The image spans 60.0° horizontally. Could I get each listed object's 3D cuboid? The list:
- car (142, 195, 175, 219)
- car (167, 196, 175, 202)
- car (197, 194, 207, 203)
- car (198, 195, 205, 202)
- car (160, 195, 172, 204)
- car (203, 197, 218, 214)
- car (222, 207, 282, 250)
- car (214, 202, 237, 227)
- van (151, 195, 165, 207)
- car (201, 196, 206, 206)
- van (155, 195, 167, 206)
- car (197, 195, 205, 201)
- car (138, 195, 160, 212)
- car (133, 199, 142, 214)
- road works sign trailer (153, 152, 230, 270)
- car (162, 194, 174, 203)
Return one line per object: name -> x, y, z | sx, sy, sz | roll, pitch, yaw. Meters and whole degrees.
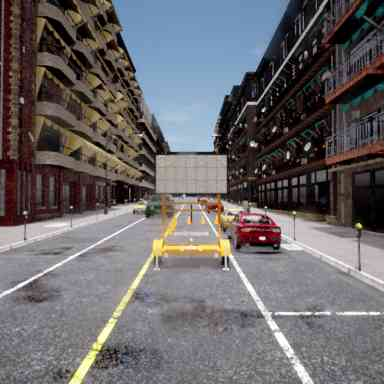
car -> -2.799, 1.269, 30.071 | 2.150, 2.045, 5.566 | 0, 0, 0
car -> -5.447, 1.822, 86.298 | 1.947, 1.339, 4.313 | 1, 0, 0
car -> 2.415, 1.544, 80.722 | 2.192, 1.841, 5.009 | 1, 0, 0
car -> 2.483, 1.678, 58.598 | 1.887, 1.381, 4.507 | 1, 0, 0
car -> -5.411, 1.494, 69.707 | 2.192, 1.841, 5.009 | 1, 0, 0
car -> 2.522, 1.609, 36.474 | 1.887, 1.381, 4.507 | 1, 0, 0
car -> 2.561, 1.561, 14.352 | 1.887, 1.381, 4.507 | 1, 0, 0
car -> 2.552, 1.551, 20.054 | 1.752, 1.417, 4.829 | 1, 0, 0
van -> -5.382, 1.454, 53.114 | 1.690, 1.788, 3.998 | 2, 0, 0
car -> 2.512, 1.629, 42.006 | 2.008, 1.369, 4.403 | 1, 0, 0
van -> -5.392, 1.475, 58.646 | 1.690, 1.788, 3.998 | 1, 0, 0
car -> 2.392, 1.726, 91.784 | 1.967, 1.590, 4.097 | 1, 0, 0
car -> -5.362, 1.394, 42.056 | 2.192, 1.841, 5.009 | 2, 0, 0
car -> -5.357, 1.589, 36.354 | 1.752, 1.417, 4.829 | 2, 0, 0
road works sign trailer -> -0.019, 0.475, 11.014 | 2.380, 3.560, 2.880 | 0, 0, 0
car -> -5.421, 1.518, 75.237 | 2.192, 1.841, 5.009 | 1, 0, 0
